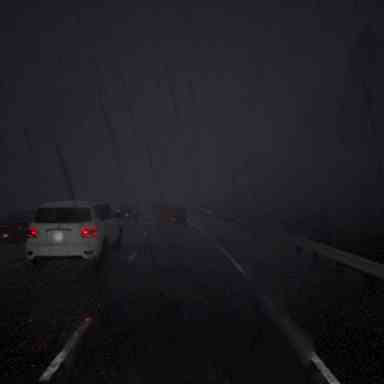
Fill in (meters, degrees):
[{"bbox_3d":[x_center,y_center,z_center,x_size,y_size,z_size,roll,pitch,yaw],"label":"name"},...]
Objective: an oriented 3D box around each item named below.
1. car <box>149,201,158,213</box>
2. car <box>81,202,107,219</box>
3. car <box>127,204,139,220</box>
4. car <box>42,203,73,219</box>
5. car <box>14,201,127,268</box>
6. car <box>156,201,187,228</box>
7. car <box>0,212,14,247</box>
[{"bbox_3d":[-4.261,1.818,41.529,1.882,1.535,5.008,0,-1,-11],"label":"car"},{"bbox_3d":[-9.964,1.836,34.203,2.033,1.411,5.357,0,0,-10],"label":"car"},{"bbox_3d":[-5.846,1.779,30.414,1.812,1.442,4.674,0,0,-8],"label":"car"},{"bbox_3d":[-13.439,1.852,33.520,1.994,1.385,4.181,0,0,-9],"label":"car"},{"bbox_3d":[-3.877,1.323,11.879,2.150,2.045,5.566,0,0,-4],"label":"car"},{"bbox_3d":[-1.464,1.674,24.060,1.882,1.535,5.008,0,0,-6],"label":"car"},{"bbox_3d":[-7.668,1.616,15.843,1.882,1.535,5.008,0,0,-5],"label":"car"}]
